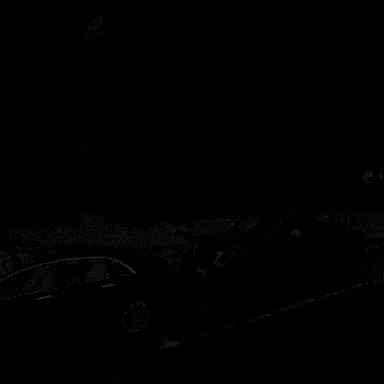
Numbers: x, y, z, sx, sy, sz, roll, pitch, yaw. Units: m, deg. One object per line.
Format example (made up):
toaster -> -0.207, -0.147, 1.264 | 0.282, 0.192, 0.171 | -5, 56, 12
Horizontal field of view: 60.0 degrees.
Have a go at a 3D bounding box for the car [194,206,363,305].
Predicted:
car -> 2.233, 1.303, 8.234 | 5.009, 1.841, 2.192 | 0, 0, -35

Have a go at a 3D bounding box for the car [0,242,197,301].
car -> -2.335, 1.549, 4.980 | 4.403, 1.369, 2.008 | 0, 0, -35

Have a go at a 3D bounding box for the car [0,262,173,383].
car -> -2.695, 1.550, 1.455 | 5.357, 1.411, 2.033 | 0, 0, -35
